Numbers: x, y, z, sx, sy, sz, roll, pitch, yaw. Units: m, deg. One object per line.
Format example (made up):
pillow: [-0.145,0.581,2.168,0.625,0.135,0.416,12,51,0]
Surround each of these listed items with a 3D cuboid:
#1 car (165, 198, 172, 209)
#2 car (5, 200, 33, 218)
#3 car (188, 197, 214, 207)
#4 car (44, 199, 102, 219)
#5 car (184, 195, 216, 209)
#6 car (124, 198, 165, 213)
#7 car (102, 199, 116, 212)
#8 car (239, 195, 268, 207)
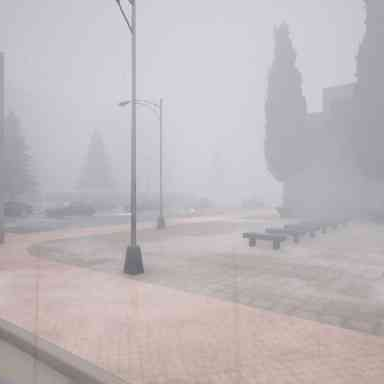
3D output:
car: [-4.688,1.505,43.390,1.837,1.490,4.892,0,0,38]
car: [-16.239,1.505,28.491,1.837,1.490,4.892,0,0,39]
car: [1.464,1.564,51.329,1.994,1.385,4.181,0,0,38]
car: [-10.774,1.526,29.736,1.812,1.442,4.674,0,0,37]
car: [0.873,1.505,44.860,1.837,1.490,4.892,0,0,38]
car: [-5.469,1.564,36.640,1.994,1.385,4.181,0,0,38]
car: [-10.454,1.491,35.918,2.128,1.511,4.902,0,0,38]
car: [9.158,1.564,49.573,1.994,1.385,4.181,0,0,38]
